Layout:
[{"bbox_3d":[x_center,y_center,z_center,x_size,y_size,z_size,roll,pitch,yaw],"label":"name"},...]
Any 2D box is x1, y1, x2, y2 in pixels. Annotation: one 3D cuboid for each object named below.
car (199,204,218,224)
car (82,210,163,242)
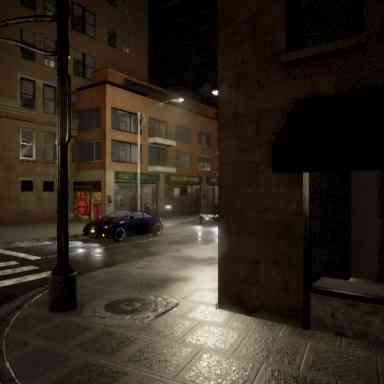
[{"bbox_3d":[2.368,1.580,24.704,1.812,1.442,4.674,0,0,35],"label":"car"},{"bbox_3d":[-3.345,1.595,16.696,1.994,1.385,4.181,0,0,35],"label":"car"}]
